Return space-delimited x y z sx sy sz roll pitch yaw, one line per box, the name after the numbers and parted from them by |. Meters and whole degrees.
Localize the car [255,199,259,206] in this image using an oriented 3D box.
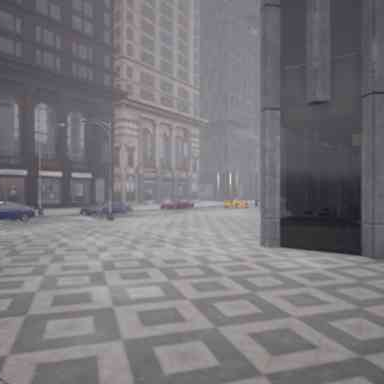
11.932 1.587 54.562 1.812 1.442 4.674 0 0 36 | car

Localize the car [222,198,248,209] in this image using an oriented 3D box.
6.093 1.513 46.302 1.882 1.535 5.008 0 0 36 | car

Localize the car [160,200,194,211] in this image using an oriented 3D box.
-1.816 1.604 40.617 1.895 1.301 4.718 0 0 36 | car

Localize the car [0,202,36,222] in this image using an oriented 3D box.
-13.720 1.468 23.940 1.812 1.442 4.674 0 0 37 | car

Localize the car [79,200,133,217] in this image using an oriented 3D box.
-8.071 1.519 31.863 2.033 1.411 5.357 0 0 35 | car
